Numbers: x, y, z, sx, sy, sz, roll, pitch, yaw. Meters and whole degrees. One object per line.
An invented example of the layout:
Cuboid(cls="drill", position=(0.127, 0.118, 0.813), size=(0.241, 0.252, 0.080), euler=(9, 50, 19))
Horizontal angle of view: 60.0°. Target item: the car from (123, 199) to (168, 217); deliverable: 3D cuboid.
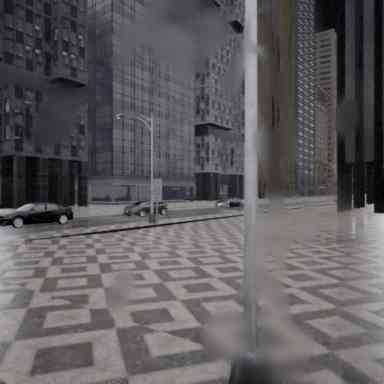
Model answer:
Cuboid(cls="car", position=(-4.193, 1.471, 30.719), size=(1.837, 1.490, 4.892), euler=(0, 0, 36))

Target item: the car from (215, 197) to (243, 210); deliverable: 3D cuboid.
Cuboid(cls="car", position=(4.810, 1.437, 43.005), size=(2.128, 1.511, 4.902), euler=(0, 0, 36))

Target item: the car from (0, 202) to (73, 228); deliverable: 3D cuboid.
Cuboid(cls="car", position=(-10.415, 1.457, 22.193), size=(1.882, 1.535, 5.008), euler=(0, 0, 36))
